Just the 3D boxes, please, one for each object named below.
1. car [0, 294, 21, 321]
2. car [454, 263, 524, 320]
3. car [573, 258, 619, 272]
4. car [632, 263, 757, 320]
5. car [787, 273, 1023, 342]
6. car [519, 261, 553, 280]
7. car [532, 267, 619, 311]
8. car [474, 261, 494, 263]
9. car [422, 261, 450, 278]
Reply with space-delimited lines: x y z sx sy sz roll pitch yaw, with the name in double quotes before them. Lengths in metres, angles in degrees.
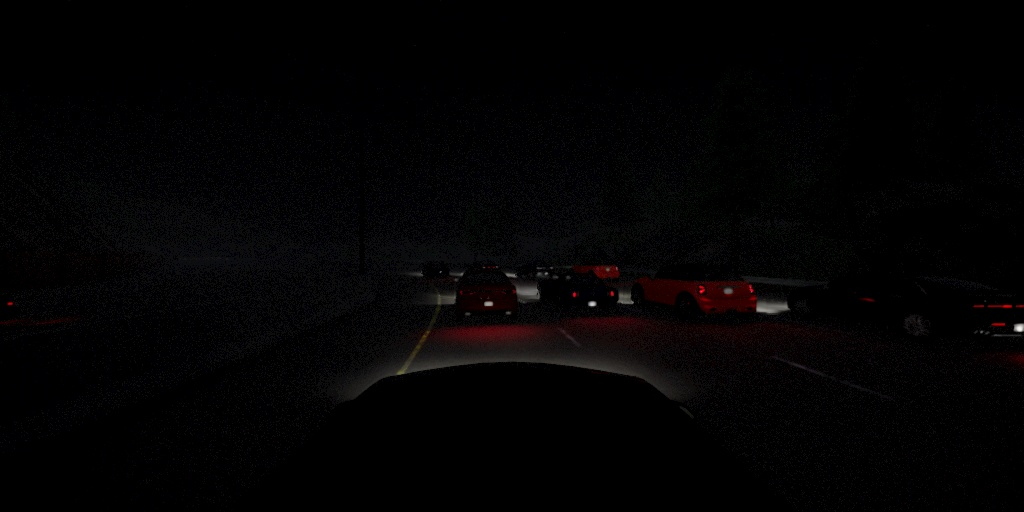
"car" -14.514 1.350 7.556 2.033 1.411 5.357 0 0 -6
"car" -0.993 1.195 12.587 1.882 1.535 5.008 0 0 -8
"car" 6.205 0.981 27.529 2.097 1.767 4.553 0 0 -17
"car" 6.021 1.034 12.526 2.097 1.767 4.553 0 0 -7
"car" 9.921 1.178 9.565 1.837 1.490 4.892 0 0 -5
"car" 1.832 1.135 29.673 2.128 1.511 4.902 0 0 -19
"car" 2.337 1.296 14.099 1.895 1.301 4.718 0 0 -9
"car" -2.593 1.151 31.527 2.128 1.511 4.902 0 0 -22
"car" -7.143 1.167 33.335 2.128 1.511 4.902 0 0 -23
